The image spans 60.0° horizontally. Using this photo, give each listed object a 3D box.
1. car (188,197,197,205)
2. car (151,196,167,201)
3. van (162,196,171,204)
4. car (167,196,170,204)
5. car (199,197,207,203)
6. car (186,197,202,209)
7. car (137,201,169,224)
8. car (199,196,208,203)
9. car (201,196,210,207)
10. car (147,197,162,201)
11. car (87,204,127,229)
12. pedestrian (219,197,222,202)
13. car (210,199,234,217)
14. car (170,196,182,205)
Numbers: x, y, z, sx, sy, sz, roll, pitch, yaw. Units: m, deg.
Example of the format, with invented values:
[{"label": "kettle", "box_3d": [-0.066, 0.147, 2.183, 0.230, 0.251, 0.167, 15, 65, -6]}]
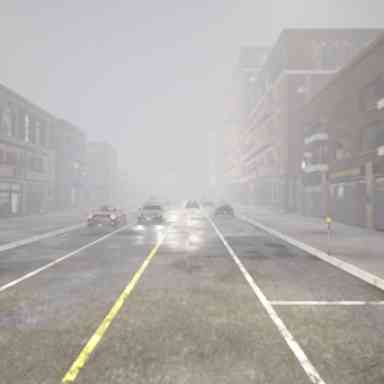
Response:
[{"label": "car", "box_3d": [0.076, 1.792, 67.052, 1.882, 1.535, 5.008, 0, 0, 0]}, {"label": "car", "box_3d": [-5.614, 1.562, 50.929, 2.192, 1.841, 5.009, 1, 0, 0]}, {"label": "van", "box_3d": [-5.560, 1.702, 73.676, 1.690, 1.788, 3.998, 1, 0, 0]}, {"label": "car", "box_3d": [-5.614, 1.885, 62.302, 1.802, 1.307, 4.206, 1, 0, 0]}, {"label": "car", "box_3d": [2.799, 1.985, 85.099, 1.947, 1.339, 4.313, 1, 0, 0]}, {"label": "car", "box_3d": [0.075, 1.800, 49.012, 1.994, 1.385, 4.181, 0, 0, 0]}, {"label": "car", "box_3d": [-3.066, 1.649, 25.873, 1.812, 1.442, 4.674, 0, 0, 0]}, {"label": "car", "box_3d": [2.795, 1.829, 79.413, 1.967, 1.590, 4.097, 1, 0, 0]}, {"label": "car", "box_3d": [2.768, 1.819, 56.666, 1.887, 1.381, 4.507, 1, 0, 0]}, {"label": "car", "box_3d": [-5.625, 1.784, 45.241, 1.947, 1.339, 4.313, 1, 0, 0]}, {"label": "car", "box_3d": [-5.648, 1.548, 22.495, 1.967, 1.590, 4.097, 1, 0, 0]}, {"label": "pedestrian", "box_3d": [3.040, 1.463, 35.405, 0.375, 1.860, 0.375, 1, -1, 0]}, {"label": "car", "box_3d": [3.037, 1.682, 32.550, 1.812, 1.442, 4.674, 0, 0, 0]}, {"label": "car", "box_3d": [-2.927, 1.861, 66.752, 2.033, 1.411, 5.357, 0, 0, 0]}]
